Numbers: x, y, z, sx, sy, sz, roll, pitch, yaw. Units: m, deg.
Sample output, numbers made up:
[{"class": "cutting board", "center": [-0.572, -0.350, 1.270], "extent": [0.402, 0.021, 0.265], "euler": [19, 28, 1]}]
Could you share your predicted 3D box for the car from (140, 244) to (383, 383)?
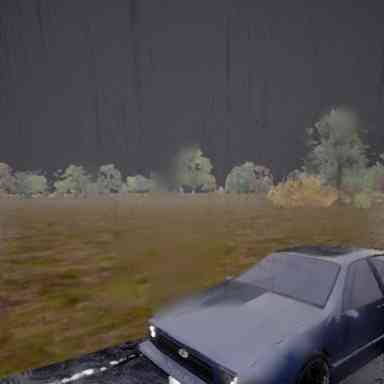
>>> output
[{"class": "car", "center": [1.957, 1.551, 4.961], "extent": [5.357, 1.411, 2.033], "euler": [0, 0, -38]}]
